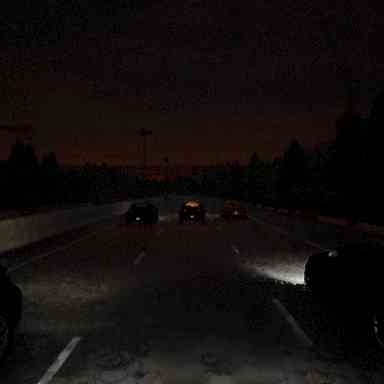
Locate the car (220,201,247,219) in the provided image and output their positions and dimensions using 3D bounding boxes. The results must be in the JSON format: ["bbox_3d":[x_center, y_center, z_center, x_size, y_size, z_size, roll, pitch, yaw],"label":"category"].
[{"bbox_3d":[3.498,1.495,28.844,1.882,1.535,5.008,0,0,0],"label":"car"}]

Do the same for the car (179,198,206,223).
[{"bbox_3d":[0.010,1.510,25.443,2.128,1.511,4.902,0,0,0],"label":"car"}]

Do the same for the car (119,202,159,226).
[{"bbox_3d":[-3.483,1.511,23.771,2.128,1.511,4.902,0,0,0],"label":"car"}]

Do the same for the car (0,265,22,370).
[{"bbox_3d":[-3.425,1.226,2.229,2.150,2.045,5.566,0,0,0],"label":"car"}]

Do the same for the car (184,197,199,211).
[{"bbox_3d":[-0.054,1.508,42.862,1.882,1.535,5.008,0,0,0],"label":"car"}]

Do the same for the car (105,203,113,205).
[{"bbox_3d":[-10.748,1.566,45.375,1.812,1.442,4.674,0,0,0],"label":"car"}]

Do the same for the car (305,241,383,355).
[{"bbox_3d":[3.555,1.566,5.948,1.994,1.385,4.181,0,0,0],"label":"car"}]
